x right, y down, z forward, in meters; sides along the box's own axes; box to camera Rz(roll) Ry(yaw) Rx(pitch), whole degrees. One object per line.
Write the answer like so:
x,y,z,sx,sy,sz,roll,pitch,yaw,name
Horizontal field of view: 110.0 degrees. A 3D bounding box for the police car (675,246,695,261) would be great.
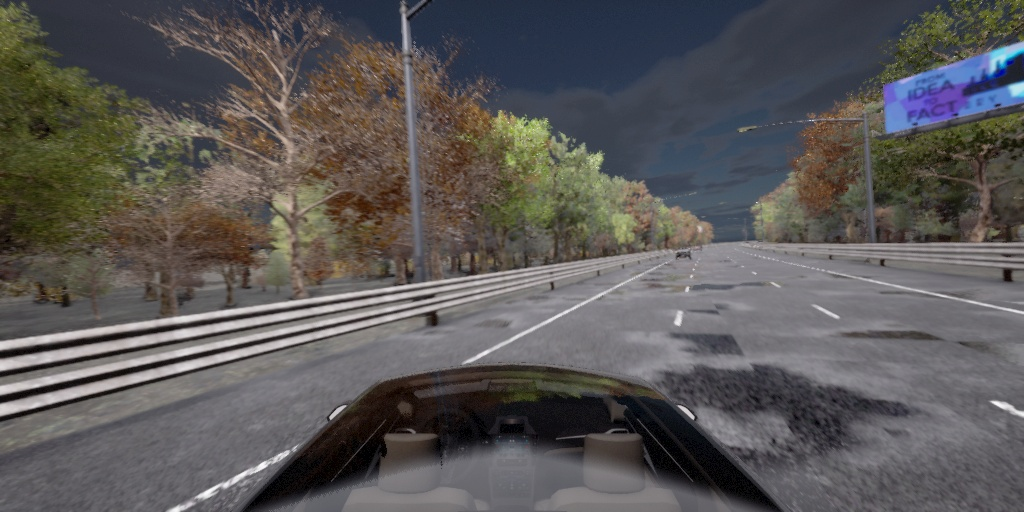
23.766,-0.330,49.613,1.930,1.638,5.238,-4,0,29,police car
